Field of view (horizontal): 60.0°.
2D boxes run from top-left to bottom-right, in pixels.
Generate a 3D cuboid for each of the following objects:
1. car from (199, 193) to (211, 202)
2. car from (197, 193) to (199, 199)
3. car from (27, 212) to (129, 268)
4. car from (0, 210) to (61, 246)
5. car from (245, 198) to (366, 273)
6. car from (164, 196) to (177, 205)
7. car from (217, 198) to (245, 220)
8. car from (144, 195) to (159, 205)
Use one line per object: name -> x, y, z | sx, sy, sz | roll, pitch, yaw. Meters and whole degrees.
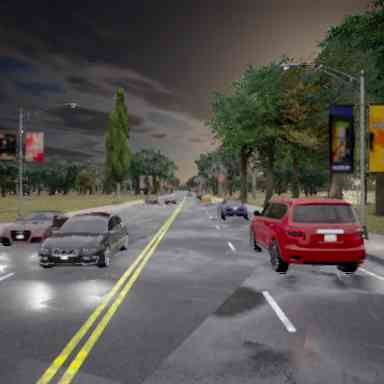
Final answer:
car -> 2.967, 1.352, 69.493 | 1.882, 1.535, 5.008 | 0, 0, 0
car -> 2.878, 1.294, 80.497 | 2.033, 1.649, 4.856 | 0, 0, 0
car -> -3.364, 1.478, 11.197 | 1.837, 1.490, 4.892 | 0, 0, 0
car -> -6.621, 1.528, 14.831 | 1.994, 1.385, 4.181 | 0, 0, 0
car -> 3.338, 1.195, 10.713 | 2.150, 2.045, 5.566 | 0, 0, 0
car -> -3.488, 1.368, 54.855 | 1.882, 1.535, 5.008 | 0, 0, 0
car -> 3.295, 1.286, 27.645 | 2.097, 1.767, 4.553 | 0, 0, 0
car -> -6.746, 1.240, 56.097 | 2.097, 1.767, 4.553 | 0, 0, 0
